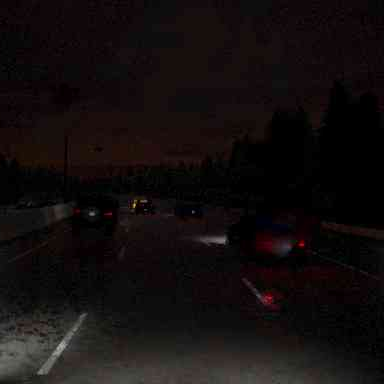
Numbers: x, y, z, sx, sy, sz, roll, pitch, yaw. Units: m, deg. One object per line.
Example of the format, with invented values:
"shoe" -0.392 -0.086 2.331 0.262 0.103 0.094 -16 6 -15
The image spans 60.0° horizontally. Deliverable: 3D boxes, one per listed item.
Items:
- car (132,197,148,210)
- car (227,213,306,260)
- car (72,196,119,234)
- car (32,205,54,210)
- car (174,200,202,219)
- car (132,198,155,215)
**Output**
"car" -6.884 1.477 43.971 1.882 1.535 5.008 0 0 -11
"car" 2.613 1.526 12.439 1.812 1.442 4.674 0 0 -7
"car" -5.533 1.221 19.386 2.150 2.045 5.566 0 0 -10
"car" -16.254 1.601 36.369 1.895 1.301 4.718 0 0 -12
"car" -0.405 1.477 29.600 1.882 1.535 5.008 0 0 -11
"car" -4.901 1.491 34.176 2.128 1.511 4.902 0 0 -11
